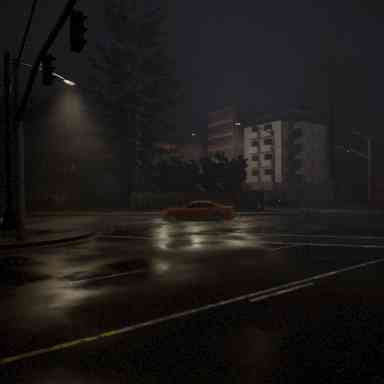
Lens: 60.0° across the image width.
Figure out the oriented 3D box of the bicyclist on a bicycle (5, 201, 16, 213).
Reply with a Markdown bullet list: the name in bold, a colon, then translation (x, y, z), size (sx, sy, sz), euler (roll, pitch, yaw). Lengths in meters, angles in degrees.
- **bicyclist on a bicycle**: translation (-18.106, 1.346, 33.202), size (0.582, 1.620, 1.656), euler (-1, 1, 9)

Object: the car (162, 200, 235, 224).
- **car**: translation (0.440, 1.351, 22.874), size (5.008, 1.535, 1.882), euler (-1, 0, 9)

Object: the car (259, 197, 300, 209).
- **car**: translation (9.981, 1.193, 38.051), size (1.895, 1.301, 4.718), euler (-1, 1, -35)
